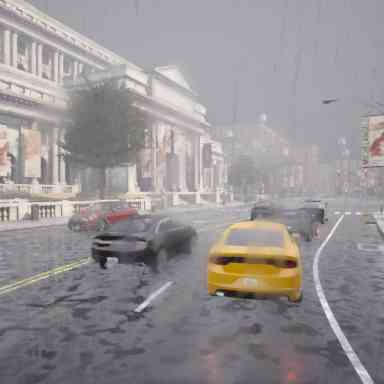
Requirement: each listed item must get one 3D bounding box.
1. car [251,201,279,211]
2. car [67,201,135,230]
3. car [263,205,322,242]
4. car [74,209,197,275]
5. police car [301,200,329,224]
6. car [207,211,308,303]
[{"bbox_3d":[6.089,1.505,26.579,1.837,1.490,4.892,0,0,27],"label":"car"},{"bbox_3d":[-5.191,1.351,19.957,2.097,1.767,4.553,0,0,27],"label":"car"},{"bbox_3d":[5.137,1.564,16.715,1.994,1.385,4.181,0,0,26],"label":"car"},{"bbox_3d":[-1.250,1.491,10.655,2.128,1.511,4.902,0,0,18],"label":"car"},{"bbox_3d":[9.132,1.425,25.075,1.930,1.638,5.238,0,0,27],"label":"police car"},{"bbox_3d":[1.687,1.478,8.412,1.882,1.535,5.008,0,0,15],"label":"car"}]
